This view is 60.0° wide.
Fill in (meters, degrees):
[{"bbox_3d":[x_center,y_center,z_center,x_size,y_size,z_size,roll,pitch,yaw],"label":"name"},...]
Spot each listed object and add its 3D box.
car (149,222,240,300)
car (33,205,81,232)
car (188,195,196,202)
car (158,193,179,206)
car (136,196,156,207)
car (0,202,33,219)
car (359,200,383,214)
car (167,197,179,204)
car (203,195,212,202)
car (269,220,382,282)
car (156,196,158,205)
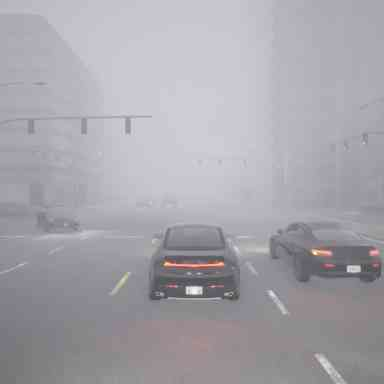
[{"bbox_3d":[0.057,1.505,8.345,1.837,1.490,4.892,0,0,0],"label":"car"},{"bbox_3d":[-8.178,1.526,20.240,1.812,1.442,4.674,1,-1,-33],"label":"car"},{"bbox_3d":[-0.004,1.364,73.853,2.128,1.511,4.902,0,0,0],"label":"car"},{"bbox_3d":[-3.606,1.221,53.344,2.150,2.045,5.566,0,0,1],"label":"car"},{"bbox_3d":[-7.101,1.547,50.103,2.033,1.411,5.357,0,0,0],"label":"car"},{"bbox_3d":[-15.138,1.564,28.623,4.181,1.385,1.994,0,0,0],"label":"car"},{"bbox_3d":[20.844,1.547,35.464,5.357,1.411,2.033,0,0,1],"label":"car"},{"bbox_3d":[-3.553,1.601,63.317,1.895,1.301,4.718,0,0,1],"label":"car"},{"bbox_3d":[3.500,1.500,74.698,1.837,1.490,4.892,0,0,0],"label":"car"},{"bbox_3d":[3.563,1.526,9.601,1.812,1.442,4.674,0,0,0],"label":"car"},{"bbox_3d":[-7.073,1.477,59.926,1.882,1.535,5.008,0,0,0],"label":"car"}]
